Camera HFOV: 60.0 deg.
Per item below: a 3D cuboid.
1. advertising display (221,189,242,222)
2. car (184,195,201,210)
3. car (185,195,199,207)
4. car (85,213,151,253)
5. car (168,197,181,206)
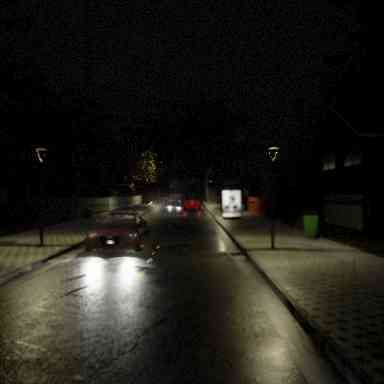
[{"bbox_3d":[2.999,1.008,25.237,1.540,2.440,0.280,-1,-1,0],"label":"advertising display"},{"bbox_3d":[0.064,1.318,41.316,2.097,1.767,4.553,0,0,1],"label":"car"},{"bbox_3d":[0.008,1.308,51.035,2.097,1.767,4.553,0,0,0],"label":"car"},{"bbox_3d":[-2.848,1.555,13.569,1.994,1.385,4.181,0,0,0],"label":"car"},{"bbox_3d":[-2.808,1.552,54.638,1.895,1.301,4.718,0,0,0],"label":"car"}]
